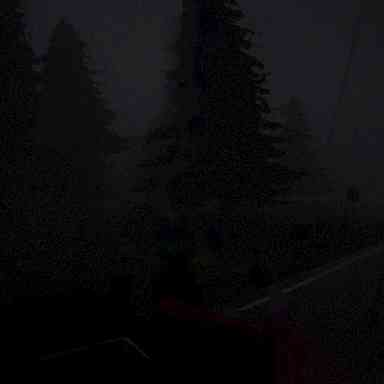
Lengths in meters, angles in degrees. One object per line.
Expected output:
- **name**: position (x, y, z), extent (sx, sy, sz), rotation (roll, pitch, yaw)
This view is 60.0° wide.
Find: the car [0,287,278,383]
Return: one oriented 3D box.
- **car**: position (-1.495, 1.642, 2.599), extent (4.718, 1.301, 1.895), rotation (0, -1, -39)
